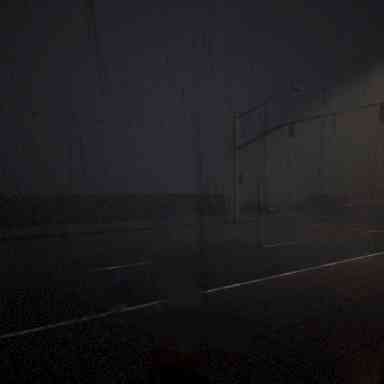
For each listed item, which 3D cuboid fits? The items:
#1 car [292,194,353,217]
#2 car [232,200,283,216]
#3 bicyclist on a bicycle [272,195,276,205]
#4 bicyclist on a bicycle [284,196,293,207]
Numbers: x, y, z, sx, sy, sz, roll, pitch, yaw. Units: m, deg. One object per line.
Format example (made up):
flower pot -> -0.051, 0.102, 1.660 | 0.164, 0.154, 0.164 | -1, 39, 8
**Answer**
car -> 12.109, 1.221, 31.150 | 2.150, 2.045, 5.566 | 0, 0, -36
car -> 6.413, 1.547, 33.070 | 2.033, 1.411, 5.357 | 0, 0, -35
bicyclist on a bicycle -> 13.420, 1.300, 54.421 | 0.582, 1.620, 1.656 | 0, 0, 21
bicyclist on a bicycle -> 14.422, 1.453, 49.513 | 1.656, 1.620, 0.582 | 0, 0, -23
